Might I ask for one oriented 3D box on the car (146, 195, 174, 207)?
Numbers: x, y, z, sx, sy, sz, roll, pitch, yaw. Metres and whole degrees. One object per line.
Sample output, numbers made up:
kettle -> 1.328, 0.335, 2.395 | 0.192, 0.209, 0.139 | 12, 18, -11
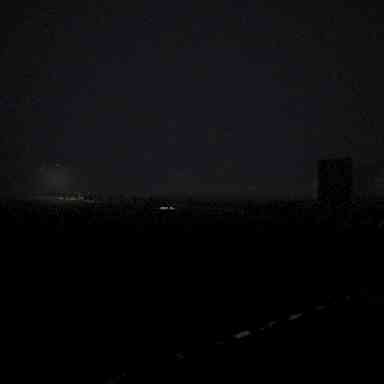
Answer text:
car -> -3.975, 1.096, 40.691 | 1.994, 1.385, 4.181 | 0, 0, -36

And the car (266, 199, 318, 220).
car -> 7.751, 1.276, 24.691 | 2.128, 1.511, 4.902 | 0, 1, -36

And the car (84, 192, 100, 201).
car -> -17.868, 0.789, 59.653 | 1.812, 1.442, 4.674 | 0, 0, -36
